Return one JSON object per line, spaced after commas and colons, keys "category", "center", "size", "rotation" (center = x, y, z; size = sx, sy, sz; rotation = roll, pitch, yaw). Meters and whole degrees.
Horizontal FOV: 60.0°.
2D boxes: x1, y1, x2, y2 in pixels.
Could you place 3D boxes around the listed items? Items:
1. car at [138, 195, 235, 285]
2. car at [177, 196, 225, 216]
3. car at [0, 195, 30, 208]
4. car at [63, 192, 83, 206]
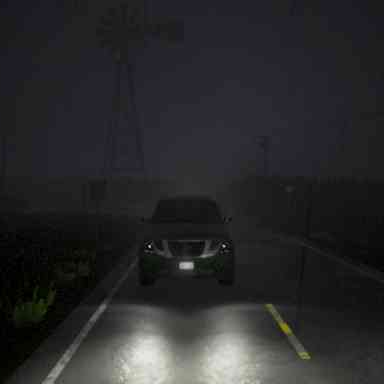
{"category": "car", "center": [-0.143, 1.145, 9.619], "size": [2.150, 2.045, 5.566], "rotation": [0, 0, -1]}
{"category": "car", "center": [0.663, 1.227, 29.814], "size": [1.882, 1.535, 5.008], "rotation": [2, 0, -31]}
{"category": "car", "center": [-18.545, 1.067, 32.427], "size": [5.008, 1.535, 1.882], "rotation": [0, 0, 0]}
{"category": "car", "center": [-14.569, 0.885, 40.744], "size": [1.905, 1.878, 3.866], "rotation": [0, 1, -31]}
